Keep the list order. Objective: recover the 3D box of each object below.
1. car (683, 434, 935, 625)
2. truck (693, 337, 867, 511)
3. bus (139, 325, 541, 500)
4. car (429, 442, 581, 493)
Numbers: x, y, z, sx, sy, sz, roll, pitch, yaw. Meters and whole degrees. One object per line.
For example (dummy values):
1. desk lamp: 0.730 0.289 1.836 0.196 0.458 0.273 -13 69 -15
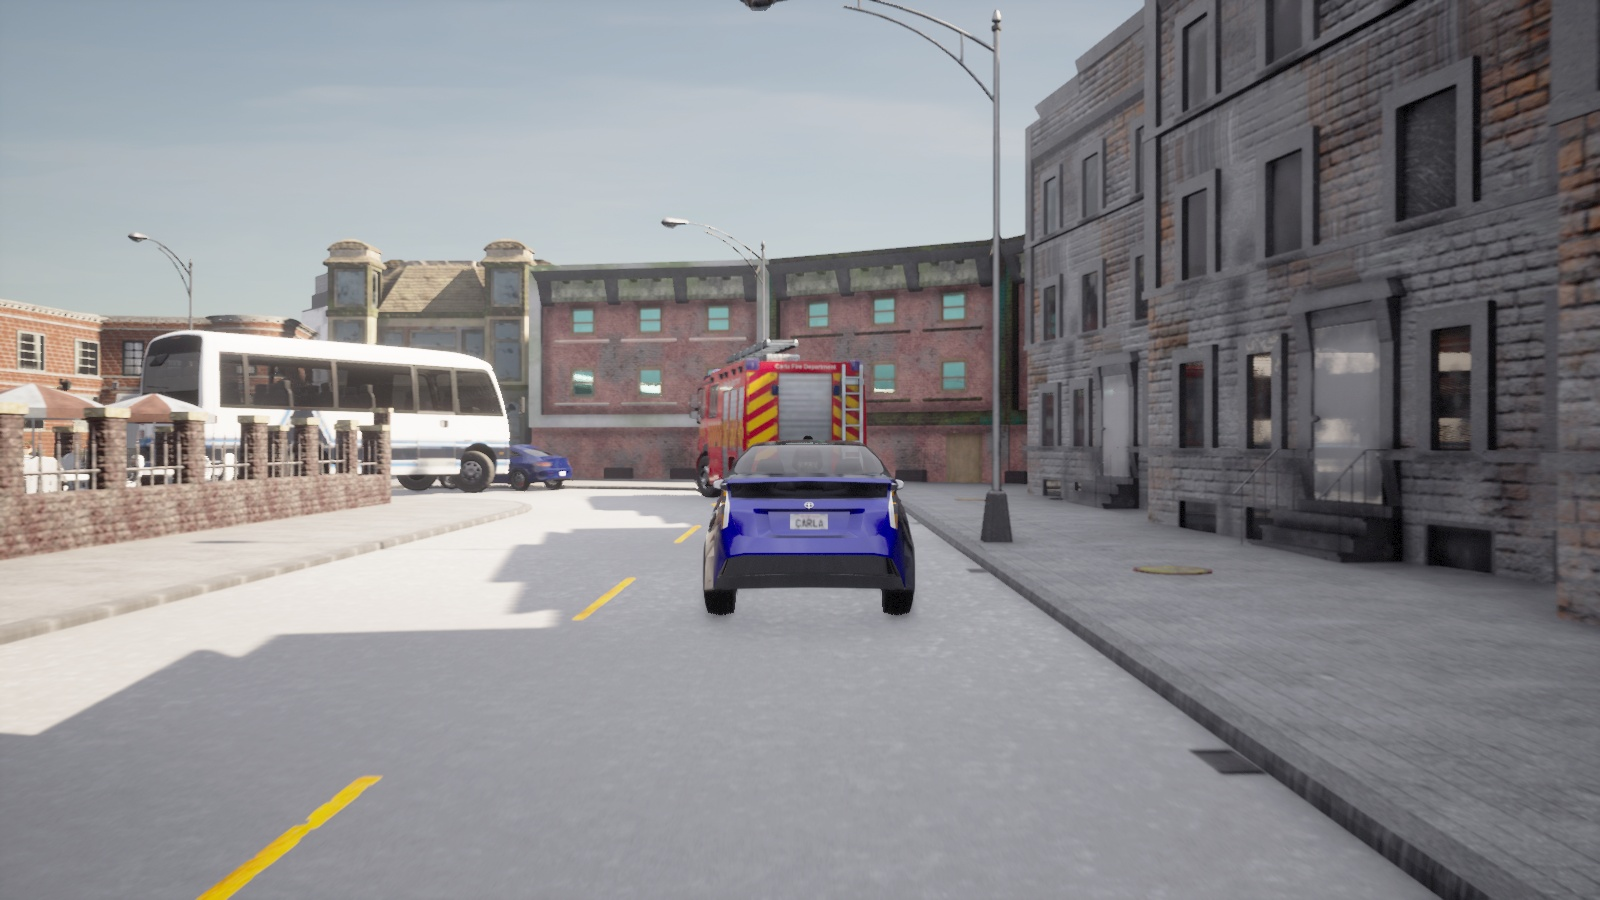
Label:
1. car: 0.085 0.624 12.274 2.007 1.525 4.514 0 0 0
2. truck: -0.773 -0.600 32.121 2.891 3.827 8.468 0 0 -12
3. bus: -12.619 -0.890 35.760 3.944 4.253 10.273 0 0 36
4. car: -9.469 0.521 40.244 4.674 1.442 1.812 1 2 28
